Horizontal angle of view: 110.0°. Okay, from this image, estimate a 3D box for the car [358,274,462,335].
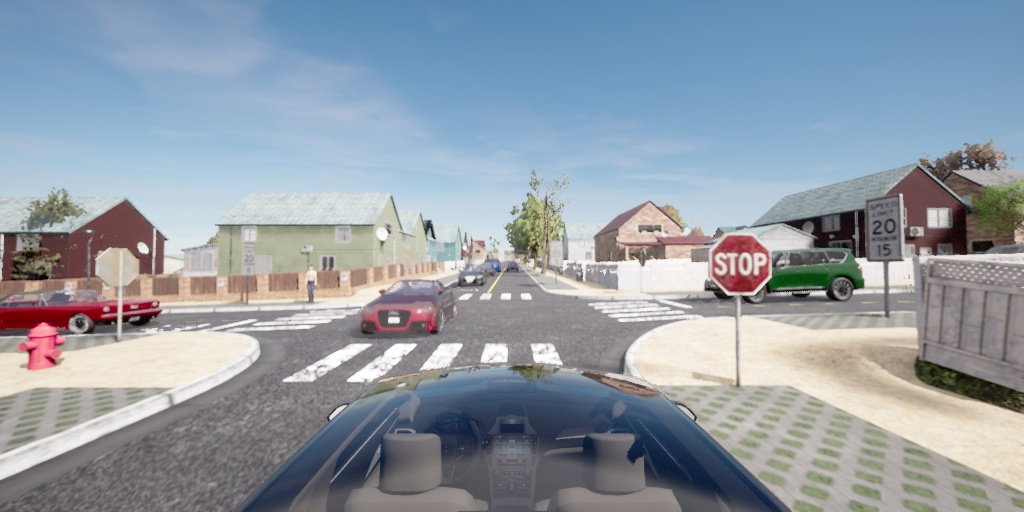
[{"bbox_3d":[-2.857,1.385,10.655,1.994,1.385,4.181,0,-1,0],"label":"car"}]

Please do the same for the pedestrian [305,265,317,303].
[{"bbox_3d":[-9.689,1.318,17.257,0.375,1.860,0.375,0,0,0],"label":"pedestrian"}]

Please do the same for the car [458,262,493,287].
[{"bbox_3d":[-2.844,1.416,26.740,2.128,1.511,4.902,0,0,0],"label":"car"}]

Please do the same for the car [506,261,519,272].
[{"bbox_3d":[0.109,1.666,55.895,2.033,1.411,5.357,0,0,0],"label":"car"}]

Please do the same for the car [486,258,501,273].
[{"bbox_3d":[-2.814,1.318,52.167,2.150,2.045,5.566,0,-1,0],"label":"car"}]

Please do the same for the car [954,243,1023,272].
[{"bbox_3d":[21.009,0.487,14.530,5.566,2.045,2.150,-2,-2,0],"label":"car"}]

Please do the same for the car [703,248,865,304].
[{"bbox_3d":[10.806,0.760,14.457,5.566,2.045,2.150,-2,-2,-1],"label":"car"}]

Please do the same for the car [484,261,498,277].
[{"bbox_3d":[-2.842,1.535,39.246,1.812,1.442,4.674,0,-1,0],"label":"car"}]

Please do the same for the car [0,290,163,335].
[{"bbox_3d":[-14.117,1.737,11.338,4.718,1.301,1.895,-2,-2,0],"label":"car"}]
